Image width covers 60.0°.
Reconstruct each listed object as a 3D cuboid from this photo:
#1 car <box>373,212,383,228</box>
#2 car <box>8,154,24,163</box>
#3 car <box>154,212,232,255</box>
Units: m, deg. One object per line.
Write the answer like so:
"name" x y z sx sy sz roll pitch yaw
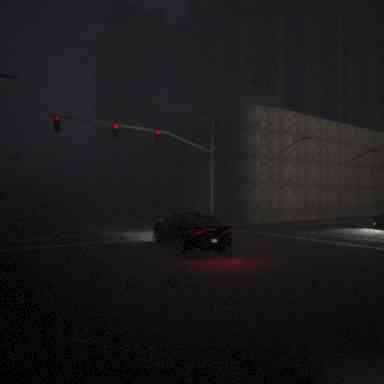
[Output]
"car" 14.168 1.808 22.693 4.181 1.385 1.994 1 0 -35
"car" -30.176 -5.723 56.969 2.033 1.411 5.357 1 5 -36
"car" -0.151 1.555 13.918 1.882 1.535 5.008 1 -1 -22
